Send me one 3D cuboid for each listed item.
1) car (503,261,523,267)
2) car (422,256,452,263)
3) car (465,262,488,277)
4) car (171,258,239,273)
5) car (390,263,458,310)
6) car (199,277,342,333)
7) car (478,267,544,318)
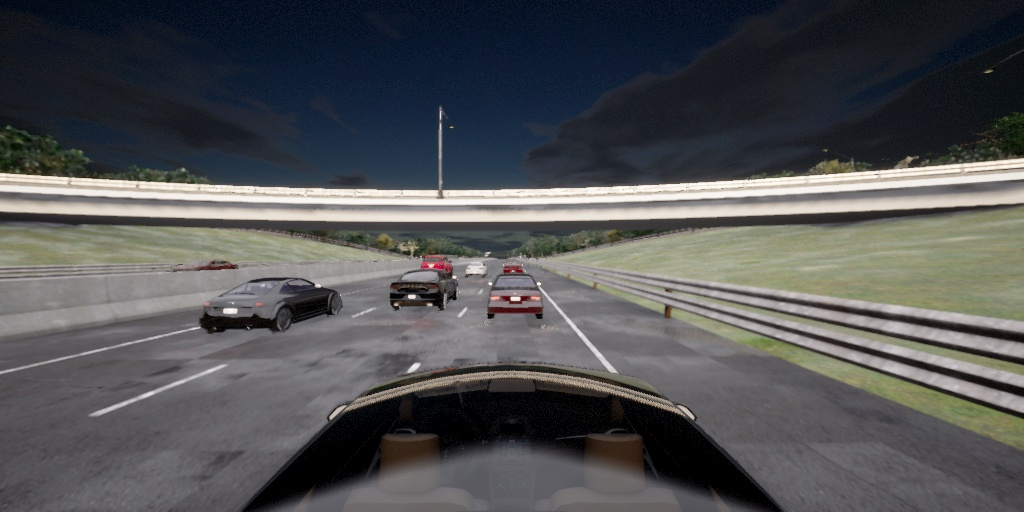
[{"bbox_3d":[0.102,1.242,35.299,1.882,1.535,5.008,0,0,0],"label":"car"},{"bbox_3d":[-6.898,0.985,33.180,2.150,2.045,5.566,0,0,0],"label":"car"},{"bbox_3d":[-3.398,1.290,34.960,1.812,1.442,4.674,0,0,0],"label":"car"},{"bbox_3d":[-24.498,0.957,28.818,1.882,1.535,5.008,0,0,0],"label":"car"},{"bbox_3d":[-3.399,1.233,14.665,1.882,1.535,5.008,0,0,0],"label":"car"},{"bbox_3d":[-6.900,1.318,10.795,1.994,1.385,4.181,0,0,0],"label":"car"},{"bbox_3d":[0.100,1.302,13.018,2.033,1.411,5.357,0,0,0],"label":"car"}]
